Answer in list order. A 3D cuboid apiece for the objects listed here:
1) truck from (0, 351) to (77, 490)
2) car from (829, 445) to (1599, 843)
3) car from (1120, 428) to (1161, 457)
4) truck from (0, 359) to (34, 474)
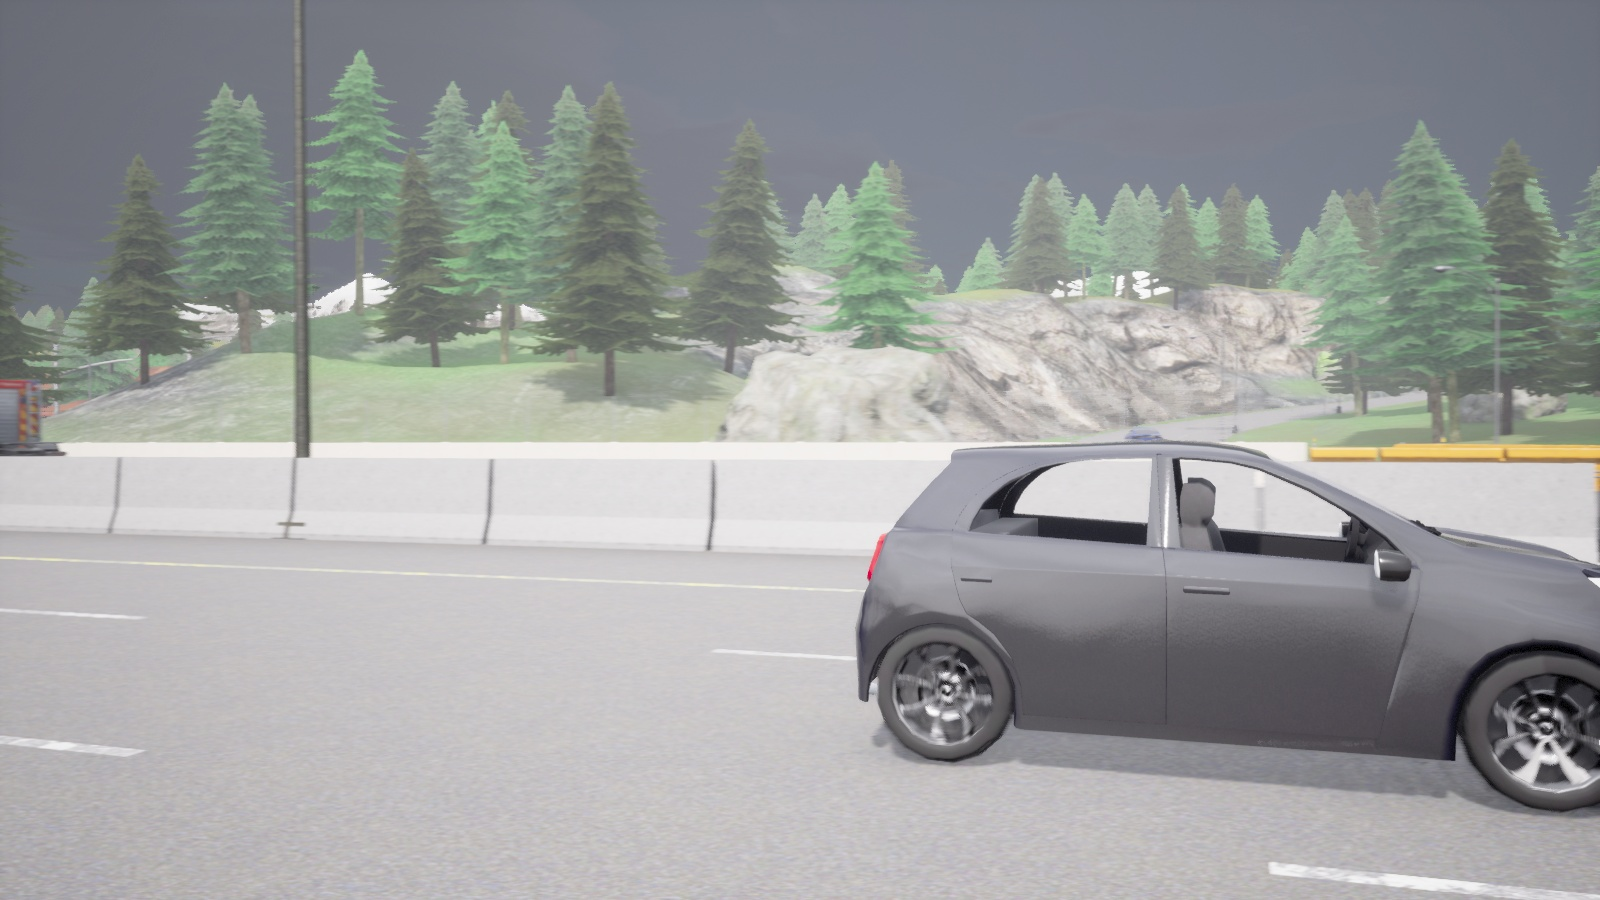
[{"bbox_3d":[-23.415,-0.777,33.212,7.936,3.462,2.891,1,1,18],"label":"truck"},{"bbox_3d":[2.153,0.750,6.161,3.633,1.501,1.845,1,1,19],"label":"car"},{"bbox_3d":[20.311,-0.478,75.134,1.882,1.535,5.008,0,2,9],"label":"car"},{"bbox_3d":[-30.786,-1.146,43.073,8.468,3.827,2.891,1,1,19],"label":"truck"}]
